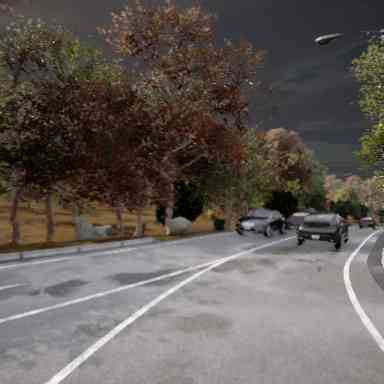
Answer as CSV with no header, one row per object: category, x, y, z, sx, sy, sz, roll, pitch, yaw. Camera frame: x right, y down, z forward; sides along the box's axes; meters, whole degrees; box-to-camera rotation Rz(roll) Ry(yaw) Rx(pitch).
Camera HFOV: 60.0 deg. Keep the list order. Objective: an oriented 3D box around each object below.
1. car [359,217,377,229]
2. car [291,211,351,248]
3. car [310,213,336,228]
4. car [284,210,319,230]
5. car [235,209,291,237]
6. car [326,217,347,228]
car,23.718,4.218,44.942,1.837,1.490,4.892,1,-4,31
car,6.461,1.756,16.227,1.837,1.490,4.892,1,-2,30
car,14.609,3.206,36.954,1.812,1.442,4.674,1,-4,31
car,9.439,2.396,28.454,1.812,1.442,4.674,1,-4,31
car,4.238,1.771,19.917,2.128,1.511,4.902,1,-2,31
car,19.880,4.139,45.656,1.895,1.301,4.718,1,-4,32
